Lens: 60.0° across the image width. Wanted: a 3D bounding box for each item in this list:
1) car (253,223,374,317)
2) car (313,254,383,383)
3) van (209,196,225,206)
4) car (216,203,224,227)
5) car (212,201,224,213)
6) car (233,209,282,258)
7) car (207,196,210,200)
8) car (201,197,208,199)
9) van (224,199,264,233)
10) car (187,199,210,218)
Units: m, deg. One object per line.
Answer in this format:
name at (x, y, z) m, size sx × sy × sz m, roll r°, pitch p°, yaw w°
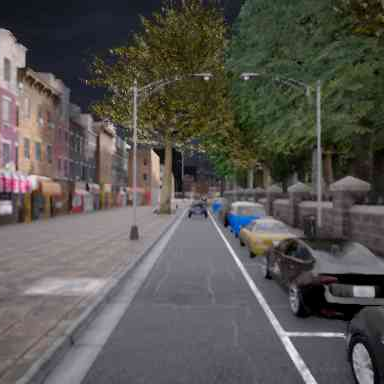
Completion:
car at (2.751, 1.620, 7.335) m, size 1.947 × 1.339 × 4.313 m, roll 1°, pitch 0°, yaw 1°
car at (2.679, 1.574, 2.347) m, size 2.008 × 1.369 × 4.403 m, roll 1°, pitch 0°, yaw 1°
van at (3.288, 1.627, 40.028) m, size 1.690 × 1.788 × 3.998 m, roll 1°, pitch 0°, yaw 1°
car at (3.018, 1.730, 23.681) m, size 1.947 × 1.339 × 4.313 m, roll 1°, pitch 0°, yaw 1°
car at (3.107, 1.754, 29.129) m, size 2.008 × 1.369 × 4.403 m, roll 1°, pitch 0°, yaw 1°
car at (2.843, 1.616, 12.954) m, size 1.752 × 1.417 × 4.829 m, roll 1°, pitch 0°, yaw 1°
car at (3.644, 1.993, 61.991) m, size 1.752 × 1.417 × 4.829 m, roll 1°, pitch 0°, yaw 1°
car at (0.804, 1.820, 46.362) m, size 2.128 × 1.511 × 4.902 m, roll 0°, pitch -1°, yaw 1°
van at (2.933, 1.467, 18.233) m, size 1.690 × 1.788 × 3.998 m, roll 1°, pitch 0°, yaw 1°
car at (0.606, 1.754, 33.380) m, size 1.812 × 1.442 × 4.674 m, roll 0°, pitch -1°, yaw 1°
